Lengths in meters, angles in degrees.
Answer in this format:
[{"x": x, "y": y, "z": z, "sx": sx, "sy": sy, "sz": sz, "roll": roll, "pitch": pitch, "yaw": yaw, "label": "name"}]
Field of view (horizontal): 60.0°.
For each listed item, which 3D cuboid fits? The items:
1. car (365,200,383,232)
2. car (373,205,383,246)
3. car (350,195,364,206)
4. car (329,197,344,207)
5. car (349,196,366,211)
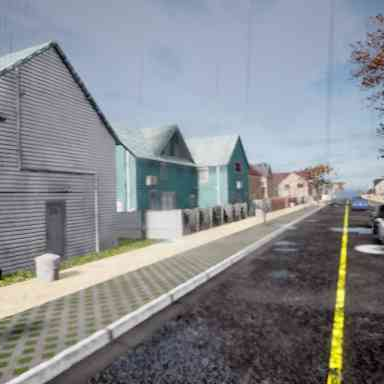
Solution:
[{"x": 10.560, "y": 1.355, "z": 17.742, "sx": 1.837, "sy": 1.490, "sz": 4.892, "roll": -2, "pitch": -1, "yaw": 25, "label": "car"}, {"x": 8.014, "y": 1.402, "z": 12.309, "sx": 1.812, "sy": 1.442, "sz": 4.674, "roll": -2, "pitch": -1, "yaw": 25, "label": "car"}, {"x": 26.341, "y": 1.343, "z": 53.321, "sx": 1.882, "sy": 1.535, "sz": 5.008, "roll": -2, "pitch": -1, "yaw": 25, "label": "car"}, {"x": 21.572, "y": 1.490, "z": 49.624, "sx": 2.033, "sy": 1.411, "sz": 5.357, "roll": -2, "pitch": -1, "yaw": 25, "label": "car"}, {"x": 19.339, "y": 1.400, "z": 38.317, "sx": 2.033, "sy": 1.411, "sz": 5.357, "roll": -2, "pitch": -1, "yaw": 26, "label": "car"}]
